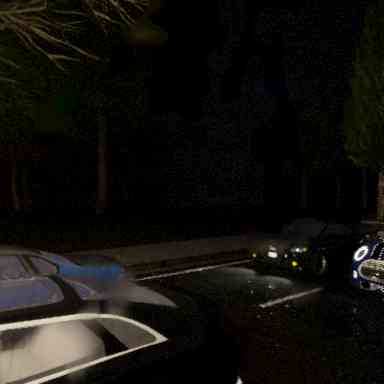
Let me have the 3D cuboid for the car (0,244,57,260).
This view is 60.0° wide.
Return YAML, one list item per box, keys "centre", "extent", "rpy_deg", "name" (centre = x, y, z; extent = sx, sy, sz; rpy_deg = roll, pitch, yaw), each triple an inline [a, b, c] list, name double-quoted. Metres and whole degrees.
- centre: [-3.637, 1.564, 5.069]
  extent: [5.357, 1.411, 2.033]
  rpy_deg: [0, 0, -36]
  name: "car"

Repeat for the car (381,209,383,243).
- centre: [11.108, 1.539, 15.821]
  extent: [4.892, 1.490, 1.837]
  rpy_deg: [0, 0, -36]
  name: "car"

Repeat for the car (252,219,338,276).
- centre: [3.891, 1.587, 10.559]
  extent: [4.181, 1.385, 1.994]
  rpy_deg: [0, 0, -36]
  name: "car"

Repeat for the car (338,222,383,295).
- centre: [5.750, 1.366, 7.892]
  extent: [4.553, 1.767, 2.097]
  rpy_deg: [0, 0, -36]
  name: "car"

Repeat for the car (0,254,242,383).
- centre: [-1.824, 1.501, 2.351]
  extent: [4.902, 1.511, 2.128]
  rpy_deg: [0, 0, -36]
  name: "car"
